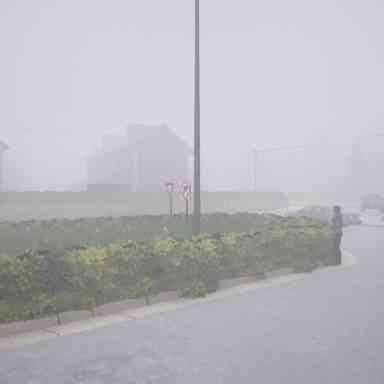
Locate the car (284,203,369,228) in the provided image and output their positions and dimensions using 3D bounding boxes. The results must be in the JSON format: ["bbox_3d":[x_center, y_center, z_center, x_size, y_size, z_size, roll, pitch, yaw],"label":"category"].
[{"bbox_3d":[8.270,1.547,21.688,2.033,1.411,5.357,0,0,-25],"label":"car"}]

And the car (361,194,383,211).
[{"bbox_3d":[20.234,1.221,37.267,2.150,2.045,5.566,0,0,29],"label":"car"}]

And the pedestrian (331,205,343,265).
[{"bbox_3d":[4.421,1.291,10.178,0.375,1.860,0.375,0,0,-40],"label":"pedestrian"}]
